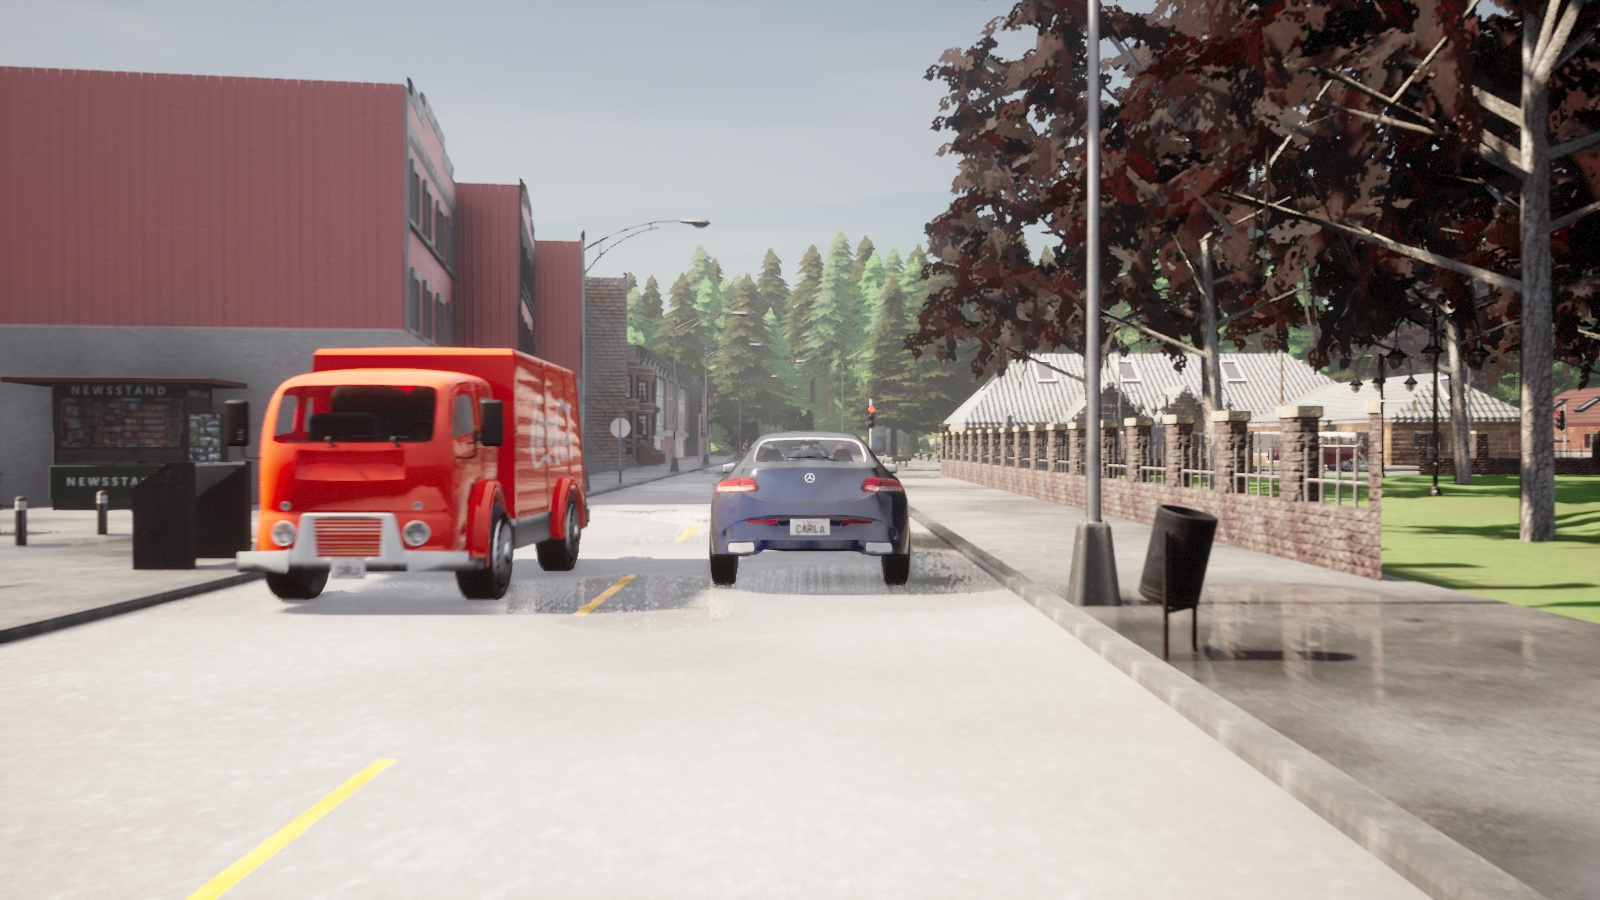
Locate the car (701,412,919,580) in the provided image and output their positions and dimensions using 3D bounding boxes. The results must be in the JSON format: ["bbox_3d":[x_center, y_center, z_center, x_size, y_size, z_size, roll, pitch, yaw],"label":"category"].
[{"bbox_3d":[0.115,0.441,14.889,2.152,1.651,5.027,0,0,0],"label":"car"}]

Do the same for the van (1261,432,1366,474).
[{"bbox_3d":[25.961,0.136,63.583,4.480,2.038,2.069,0,0,2],"label":"van"}]

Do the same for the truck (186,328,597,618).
[{"bbox_3d":[-3.896,0.182,13.291,2.627,2.467,5.204,0,0,0],"label":"truck"}]
